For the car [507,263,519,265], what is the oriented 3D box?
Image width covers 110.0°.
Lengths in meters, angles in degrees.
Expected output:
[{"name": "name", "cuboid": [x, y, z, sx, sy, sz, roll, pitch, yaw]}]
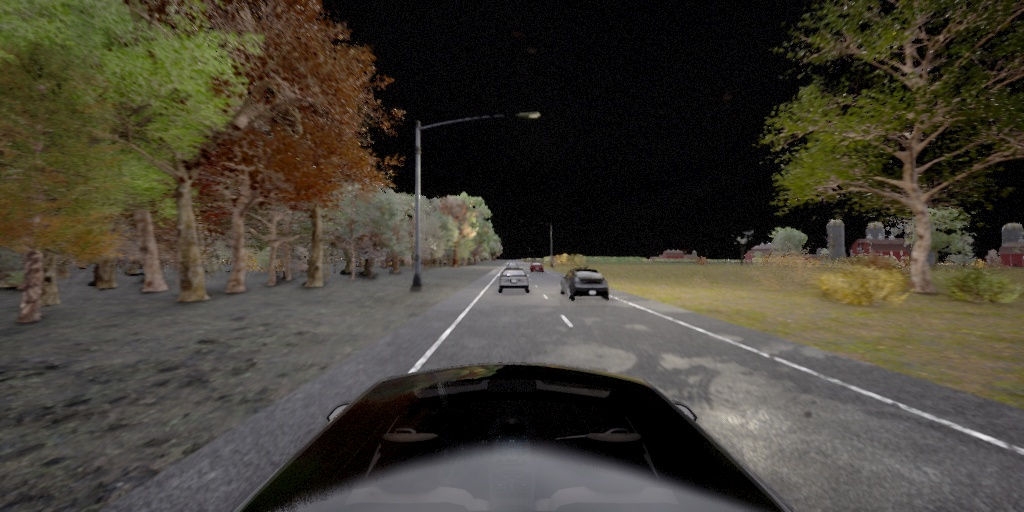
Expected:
[{"name": "car", "cuboid": [0.129, 1.755, 55.281, 1.994, 1.385, 4.181, 0, 0, 0]}]

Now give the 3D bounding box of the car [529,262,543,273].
[{"name": "car", "cuboid": [3.629, 1.656, 53.895, 1.882, 1.535, 5.008, 0, 0, 0]}]

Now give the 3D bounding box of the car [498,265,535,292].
[{"name": "car", "cuboid": [0.111, 1.476, 22.797, 2.033, 1.411, 5.357, 0, 0, 0]}]

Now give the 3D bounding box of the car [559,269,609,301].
[{"name": "car", "cuboid": [3.611, 1.400, 18.469, 1.837, 1.490, 4.892, 0, 0, 0]}]
